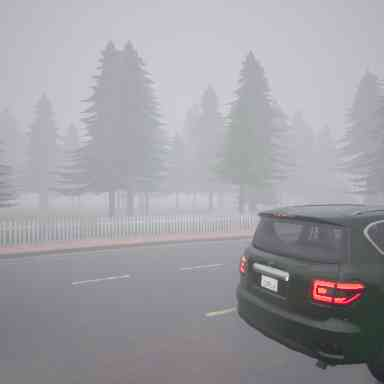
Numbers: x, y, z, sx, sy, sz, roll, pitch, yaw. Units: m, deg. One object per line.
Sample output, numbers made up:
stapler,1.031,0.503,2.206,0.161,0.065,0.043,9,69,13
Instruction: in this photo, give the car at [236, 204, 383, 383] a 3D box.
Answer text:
car,3.347,1.222,5.366,5.566,2.045,2.150,0,0,-27
